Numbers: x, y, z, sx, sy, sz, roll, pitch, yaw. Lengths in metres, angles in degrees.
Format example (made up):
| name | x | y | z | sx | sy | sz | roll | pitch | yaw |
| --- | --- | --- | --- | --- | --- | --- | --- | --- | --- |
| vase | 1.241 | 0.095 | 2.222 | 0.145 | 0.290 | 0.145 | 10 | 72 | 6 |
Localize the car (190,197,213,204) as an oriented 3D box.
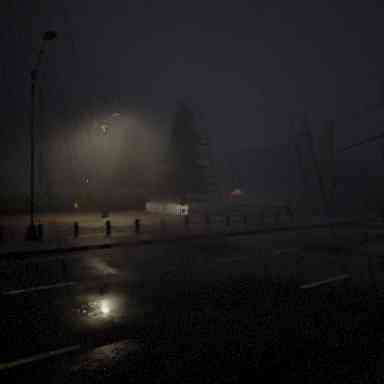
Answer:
| name | x | y | z | sx | sy | sz | roll | pitch | yaw |
| --- | --- | --- | --- | --- | --- | --- | --- | --- | --- |
| car | 1.556 | 1.555 | 55.583 | 1.882 | 1.535 | 5.008 | 0 | 0 | -35 |
